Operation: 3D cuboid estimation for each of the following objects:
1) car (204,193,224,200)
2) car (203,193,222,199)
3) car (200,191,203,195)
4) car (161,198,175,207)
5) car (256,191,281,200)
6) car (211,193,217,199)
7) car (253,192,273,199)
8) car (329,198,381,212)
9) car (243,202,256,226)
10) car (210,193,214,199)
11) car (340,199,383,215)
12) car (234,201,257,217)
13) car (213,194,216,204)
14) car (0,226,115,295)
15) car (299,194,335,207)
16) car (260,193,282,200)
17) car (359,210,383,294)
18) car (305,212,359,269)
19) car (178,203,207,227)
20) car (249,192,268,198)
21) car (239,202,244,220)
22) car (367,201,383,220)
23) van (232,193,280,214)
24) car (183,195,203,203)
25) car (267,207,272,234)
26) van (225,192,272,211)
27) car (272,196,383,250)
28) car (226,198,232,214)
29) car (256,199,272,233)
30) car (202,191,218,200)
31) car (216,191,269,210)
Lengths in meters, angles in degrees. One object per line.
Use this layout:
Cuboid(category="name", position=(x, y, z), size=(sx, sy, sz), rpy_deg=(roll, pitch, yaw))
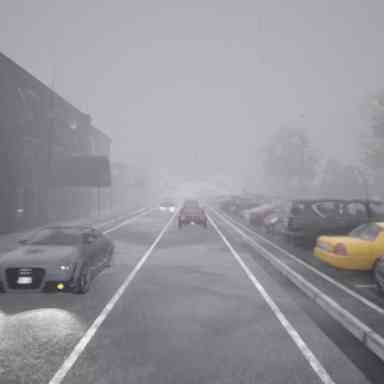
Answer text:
Cuboid(category="car", position=(5.391, 1.103, 83.290), size=(4.792, 1.488, 2.163), rpy_deg=(0, 1, -1))
Cuboid(category="car", position=(5.340, 1.074, 86.073), size=(4.674, 1.452, 2.002), rpy_deg=(0, 1, -1))
Cuboid(category="car", position=(5.201, 1.109, 80.505), size=(5.366, 1.575, 1.946), rpy_deg=(0, 1, -1))
Cuboid(category="car", position=(-3.625, 1.520, 49.899), size=(1.895, 1.301, 4.718), rpy_deg=(0, 0, 0))
Cuboid(category="car", position=(18.494, 0.859, 80.615), size=(5.566, 2.045, 2.435), rpy_deg=(0, 1, -1))
Cuboid(category="car", position=(5.825, 1.350, 51.707), size=(4.674, 1.452, 2.002), rpy_deg=(0, 1, 0))
Cuboid(category="car", position=(18.447, 0.906, 86.311), size=(4.553, 1.767, 2.185), rpy_deg=(0, 1, -1))
Cuboid(category="car", position=(18.455, 1.505, 37.824), size=(4.792, 1.488, 2.163), rpy_deg=(0, 1, 0))
Cuboid(category="car", position=(6.007, 1.559, 20.605), size=(5.008, 1.535, 2.097), rpy_deg=(0, 0, 0))
Cuboid(category="car", position=(5.834, 1.306, 54.534), size=(4.792, 1.488, 2.163), rpy_deg=(0, 1, 0))
Cuboid(category="car", position=(18.472, 1.539, 35.001), size=(4.792, 1.488, 2.163), rpy_deg=(0, 1, 0))
Cuboid(category="car", position=(5.981, 1.626, 26.264), size=(4.674, 1.452, 2.002), rpy_deg=(0, 0, 0))
Cuboid(category="car", position=(6.042, 1.374, 46.057), size=(5.366, 1.575, 1.946), rpy_deg=(0, 1, 0))
Cuboid(category="car", position=(-3.365, 1.597, 8.689), size=(1.994, 1.385, 4.181), rpy_deg=(0, 0, 0))
Cuboid(category="car", position=(18.387, 1.217, 48.992), size=(4.553, 1.767, 2.185), rpy_deg=(0, 1, 0))
Cuboid(category="car", position=(18.459, 1.023, 77.831), size=(4.553, 1.767, 2.185), rpy_deg=(0, 1, -1))
Cuboid(category="car", position=(6.130, 1.353, 6.477), size=(4.553, 1.767, 2.185), rpy_deg=(0, 0, 0))
Cuboid(category="car", position=(6.267, 1.492, 9.303), size=(5.366, 1.575, 1.946), rpy_deg=(0, 0, 0))
Cuboid(category="car", position=(0.029, 1.671, 23.112), size=(1.895, 1.301, 4.718), rpy_deg=(0, 0, 0))
Cuboid(category="car", position=(18.337, 0.830, 91.755), size=(4.553, 1.767, 2.185), rpy_deg=(0, 1, 0))
Cuboid(category="car", position=(5.993, 1.615, 23.430), size=(4.674, 1.452, 2.002), rpy_deg=(0, 0, 0))
Cuboid(category="car", position=(18.529, 1.574, 29.342), size=(5.008, 1.535, 2.097), rpy_deg=(0, 1, 0))
Cuboid(category="van", position=(6.077, 1.349, 29.222), size=(4.442, 1.987, 1.878), rpy_deg=(0, 0, 0))
Cuboid(category="car", position=(-0.103, 1.488, 40.751), size=(2.128, 1.511, 4.902), rpy_deg=(0, 0, -1))
Cuboid(category="car", position=(6.050, 1.567, 14.953), size=(4.674, 1.452, 2.002), rpy_deg=(0, 0, 0))
Cuboid(category="van", position=(6.043, 1.287, 34.752), size=(4.442, 1.987, 1.878), rpy_deg=(0, 1, 0))
Cuboid(category="car", position=(6.093, 1.260, 12.129), size=(5.566, 2.045, 2.435), rpy_deg=(0, 0, 0))
Cuboid(category="car", position=(5.946, 1.587, 31.929), size=(4.674, 1.452, 2.002), rpy_deg=(0, 1, 0))
Cuboid(category="car", position=(6.061, 1.417, 17.780), size=(4.553, 1.767, 2.185), rpy_deg=(0, 0, 0))
Cuboid(category="car", position=(5.425, 1.188, 77.866), size=(4.674, 1.452, 2.002), rpy_deg=(1, 1, 0))
Cuboid(category="car", position=(5.881, 1.228, 37.576), size=(5.566, 2.045, 2.435), rpy_deg=(0, 1, 0))
